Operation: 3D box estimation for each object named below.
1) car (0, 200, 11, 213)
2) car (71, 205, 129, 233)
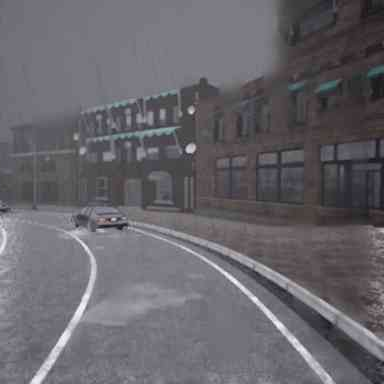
[{"bbox_3d":[-19.725,1.374,32.500,5.357,1.411,2.033,0,1,38],"label":"car"},{"bbox_3d":[-5.487,1.465,19.385,2.033,1.411,5.357,-1,1,-34],"label":"car"}]
